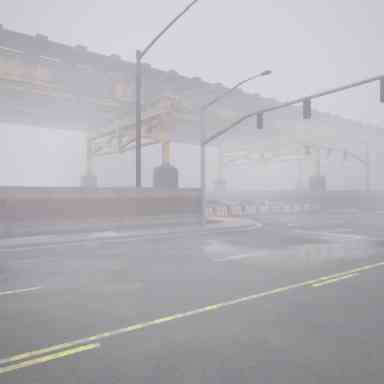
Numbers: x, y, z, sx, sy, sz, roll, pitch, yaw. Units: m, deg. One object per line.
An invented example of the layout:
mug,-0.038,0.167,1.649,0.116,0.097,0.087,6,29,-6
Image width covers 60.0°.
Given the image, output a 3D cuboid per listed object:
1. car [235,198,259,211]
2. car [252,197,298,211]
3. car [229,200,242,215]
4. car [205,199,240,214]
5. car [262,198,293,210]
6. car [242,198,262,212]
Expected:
car,6.083,1.294,36.427,1.853,1.218,4.536,0,0,18
car,9.978,1.451,40.136,4.974,1.542,2.038,0,0,-7
car,2.321,1.452,33.693,4.974,1.542,2.038,0,0,8
car,2.270,1.294,33.700,4.536,1.218,1.853,0,0,8
car,9.926,1.294,40.130,4.536,1.218,1.853,0,0,-7
car,6.067,1.451,36.377,2.038,1.542,4.974,0,0,18
